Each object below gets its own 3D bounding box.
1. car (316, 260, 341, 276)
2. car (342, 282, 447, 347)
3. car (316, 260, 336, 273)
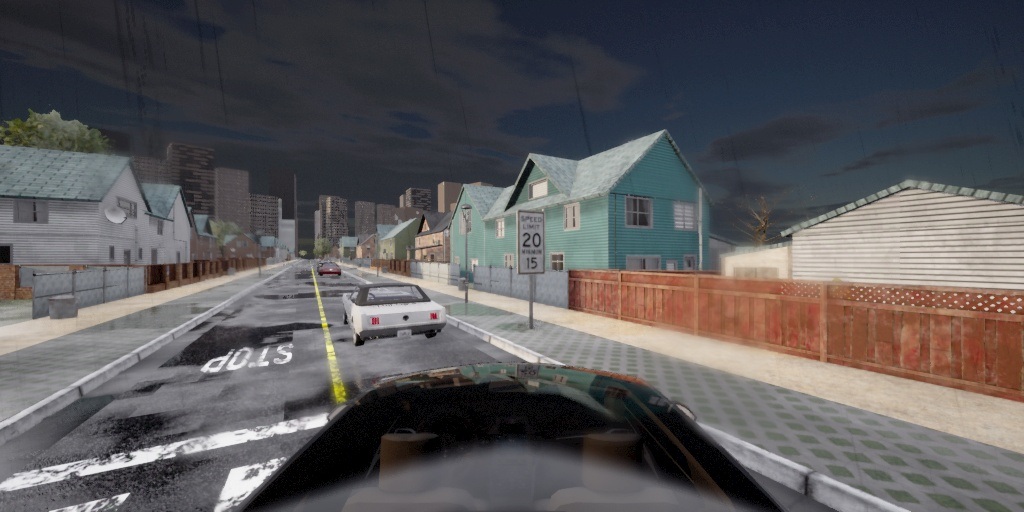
[{"bbox_3d":[-18.884,1.324,37.117,1.994,1.385,4.181,0,0,-30],"label":"car"},{"bbox_3d":[-3.370,1.353,9.547,1.895,1.301,4.718,0,0,-29],"label":"car"},{"bbox_3d":[-23.752,1.255,45.619,2.128,1.511,4.902,0,0,-29],"label":"car"}]
